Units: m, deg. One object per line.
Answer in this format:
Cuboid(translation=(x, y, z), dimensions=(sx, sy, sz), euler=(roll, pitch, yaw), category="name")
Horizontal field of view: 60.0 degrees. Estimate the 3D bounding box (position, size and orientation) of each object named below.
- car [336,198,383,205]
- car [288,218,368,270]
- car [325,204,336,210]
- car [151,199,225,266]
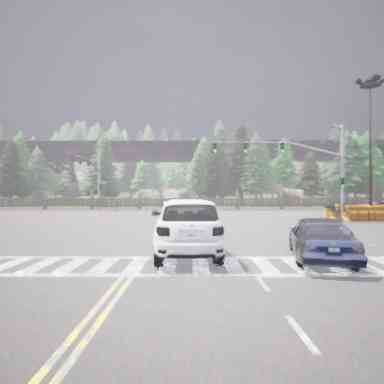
Cuboid(translation=(16.645, 1.606, 31.183), dimensions=(4.902, 1.511, 2.128), euler=(0, 0, 0), category="car")
Cuboid(translation=(4.354, 1.589, 11.248), dimensions=(2.033, 1.411, 5.357), euler=(0, 0, 14), category="car")
Cuboid(translation=(17.797, 1.618, 38.178), dimensions=(5.008, 1.535, 1.882), euler=(0, 0, 0), category="car")
Cuboid(translation=(-0.250, 1.268, 11.889), dimensions=(2.150, 2.045, 5.566), euler=(0, 0, -5), category="car")
